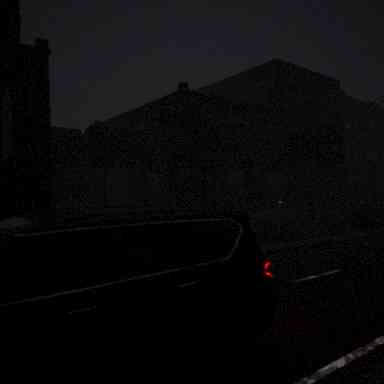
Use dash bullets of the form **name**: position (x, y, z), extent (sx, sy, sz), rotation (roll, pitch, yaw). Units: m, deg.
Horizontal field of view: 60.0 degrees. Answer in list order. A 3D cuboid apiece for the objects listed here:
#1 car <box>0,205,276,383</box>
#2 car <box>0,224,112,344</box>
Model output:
- **car**: position (-1.452, 1.220, 3.774), extent (5.566, 2.045, 2.150), rotation (0, 0, -36)
- **car**: position (-4.043, 1.496, 5.371), extent (4.902, 1.511, 2.128), rotation (0, 0, -36)
